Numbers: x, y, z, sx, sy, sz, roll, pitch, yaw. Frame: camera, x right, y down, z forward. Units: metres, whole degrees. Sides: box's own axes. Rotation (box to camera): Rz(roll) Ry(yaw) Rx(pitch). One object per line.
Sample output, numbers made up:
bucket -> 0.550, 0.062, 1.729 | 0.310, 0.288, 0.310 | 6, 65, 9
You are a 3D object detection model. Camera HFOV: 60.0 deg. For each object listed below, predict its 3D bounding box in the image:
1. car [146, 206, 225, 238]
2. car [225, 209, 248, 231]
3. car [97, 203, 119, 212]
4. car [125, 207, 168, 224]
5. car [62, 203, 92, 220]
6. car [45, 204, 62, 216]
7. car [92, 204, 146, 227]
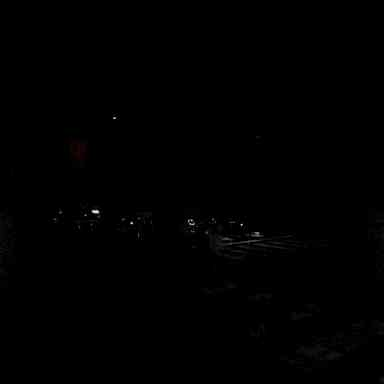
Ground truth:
car -> -0.510, 1.636, 19.625 | 2.097, 1.767, 4.553 | 0, -1, -36
car -> 1.591, 1.801, 22.261 | 1.837, 1.490, 4.892 | 0, -1, -36
car -> -14.006, 2.562, 54.978 | 1.895, 1.301, 4.718 | 0, -1, -36
car -> -4.242, 2.082, 30.250 | 1.895, 1.301, 4.718 | 0, -1, -36
car -> -11.931, 2.214, 35.286 | 1.994, 1.385, 4.181 | 0, -1, -36
car -> -17.763, 2.331, 43.322 | 2.128, 1.511, 4.902 | 0, -1, -36
car -> -6.091, 2.009, 27.277 | 2.033, 1.411, 5.357 | 0, -1, -35
